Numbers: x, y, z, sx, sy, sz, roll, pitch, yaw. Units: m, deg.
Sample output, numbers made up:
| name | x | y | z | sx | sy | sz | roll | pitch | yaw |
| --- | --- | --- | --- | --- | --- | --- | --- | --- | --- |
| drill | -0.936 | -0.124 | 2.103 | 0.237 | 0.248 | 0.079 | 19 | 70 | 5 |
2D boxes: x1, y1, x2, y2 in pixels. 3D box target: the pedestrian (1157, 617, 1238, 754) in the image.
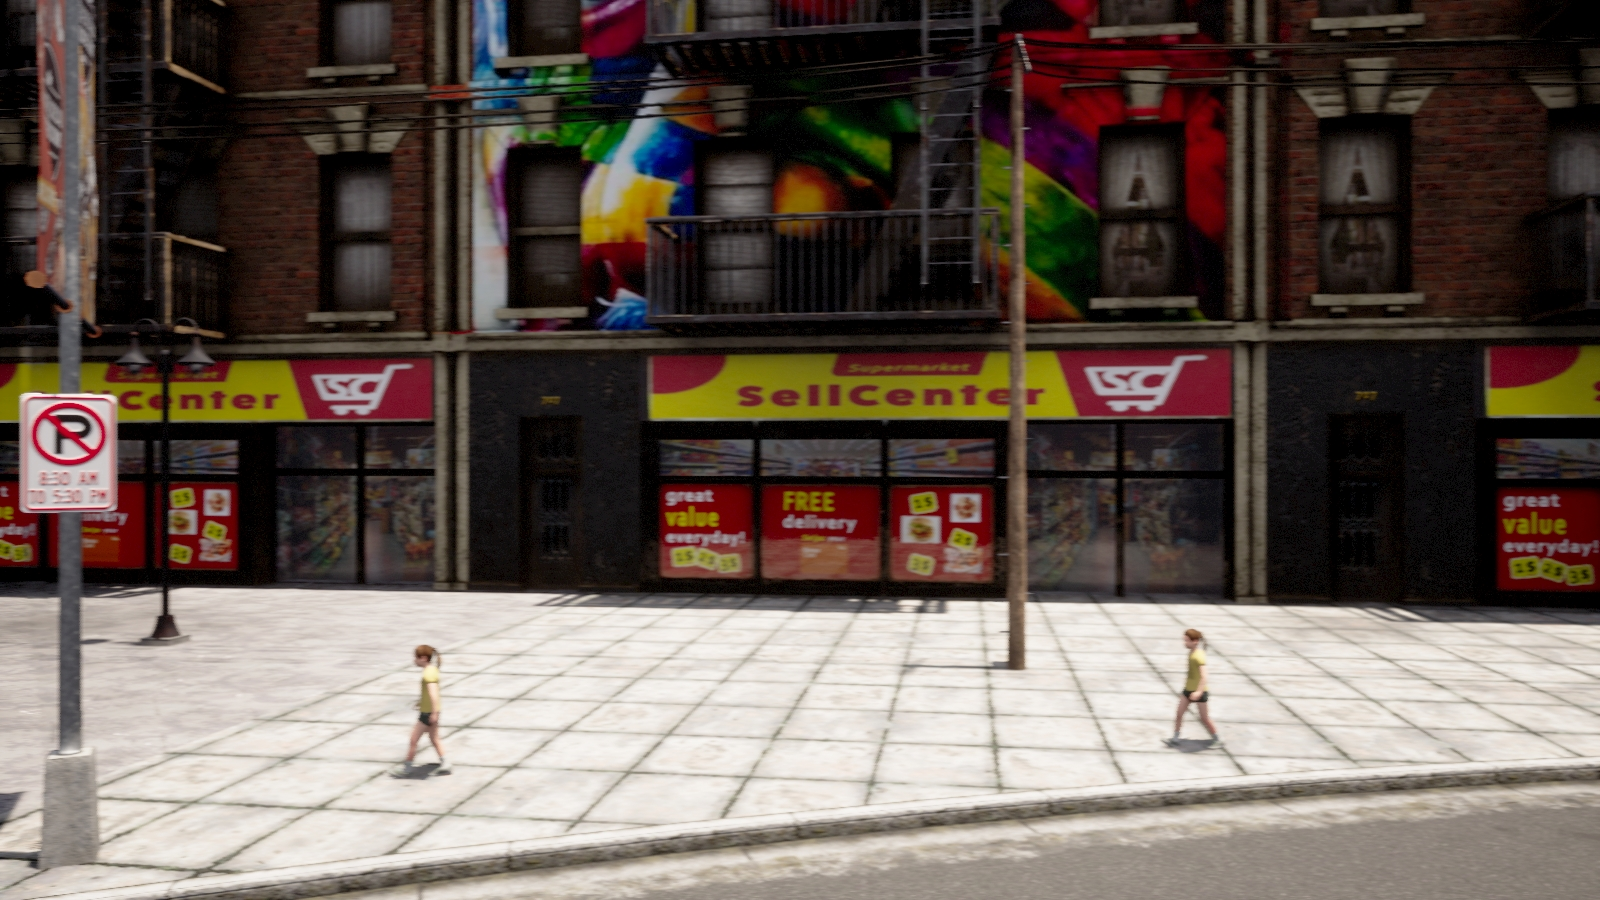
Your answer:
| name | x | y | z | sx | sy | sz | roll | pitch | yaw |
| --- | --- | --- | --- | --- | --- | --- | --- | --- | --- |
| pedestrian | 3.528 | 2.073 | 10.160 | 0.500 | 1.100 | 0.500 | 0 | 0 | -10 |

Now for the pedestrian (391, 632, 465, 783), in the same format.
| name | x | y | z | sx | sy | sz | roll | pitch | yaw |
| --- | --- | --- | --- | --- | --- | --- | --- | --- | --- |
| pedestrian | -3.011 | 2.072 | 9.277 | 0.500 | 1.100 | 0.500 | 0 | 0 | -8 |
